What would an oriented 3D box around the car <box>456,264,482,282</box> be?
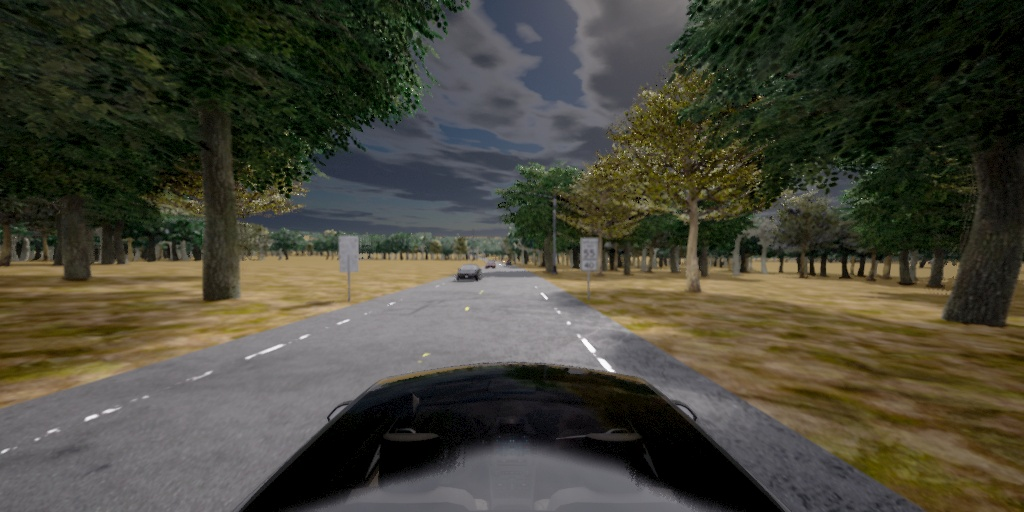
[{"bbox_3d":[-3.735,1.443,31.891,1.882,1.535,5.008,0,0,-1],"label":"car"}]
